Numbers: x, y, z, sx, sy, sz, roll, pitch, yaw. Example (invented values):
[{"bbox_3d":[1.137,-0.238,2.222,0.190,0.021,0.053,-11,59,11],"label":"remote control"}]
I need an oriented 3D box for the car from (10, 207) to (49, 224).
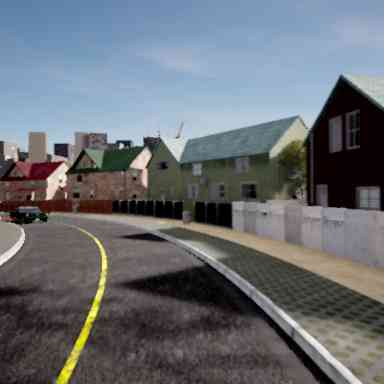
[{"bbox_3d":[-13.417,1.885,27.451,1.895,1.301,4.718,0,-1,-41],"label":"car"}]
